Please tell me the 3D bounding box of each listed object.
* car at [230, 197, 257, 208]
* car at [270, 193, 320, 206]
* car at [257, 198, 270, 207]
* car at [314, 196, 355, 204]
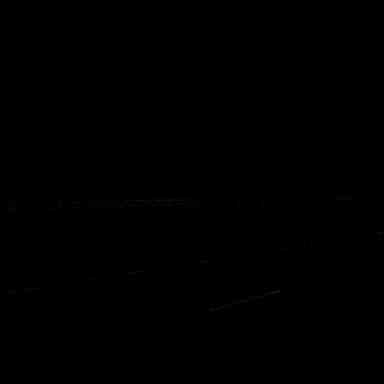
[{"bbox_3d":[6.652,1.336,38.820,5.008,1.535,1.882,0,0,-35],"label":"car"},{"bbox_3d":[10.691,1.080,33.106,5.566,2.045,2.150,0,0,-35],"label":"car"},{"bbox_3d":[9.832,1.359,36.788,4.892,1.490,1.837,0,0,-36],"label":"car"},{"bbox_3d":[13.795,1.379,31.017,4.674,1.442,1.812,0,0,-35],"label":"car"}]
